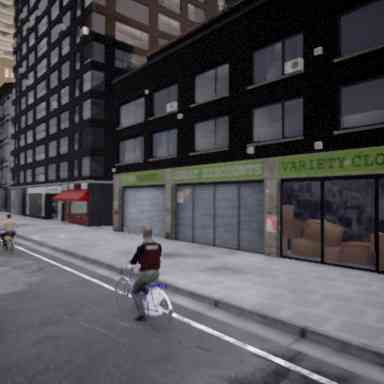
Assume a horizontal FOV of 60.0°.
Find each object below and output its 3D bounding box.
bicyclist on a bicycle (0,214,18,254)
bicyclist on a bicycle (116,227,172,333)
[{"bbox_3d":[-7.595,1.704,13.749,0.866,1.612,1.509,2,-2,-41],"label":"bicyclist on a bicycle"},{"bbox_3d":[-0.945,1.512,6.071,0.659,1.776,1.843,2,-2,-41],"label":"bicyclist on a bicycle"}]
